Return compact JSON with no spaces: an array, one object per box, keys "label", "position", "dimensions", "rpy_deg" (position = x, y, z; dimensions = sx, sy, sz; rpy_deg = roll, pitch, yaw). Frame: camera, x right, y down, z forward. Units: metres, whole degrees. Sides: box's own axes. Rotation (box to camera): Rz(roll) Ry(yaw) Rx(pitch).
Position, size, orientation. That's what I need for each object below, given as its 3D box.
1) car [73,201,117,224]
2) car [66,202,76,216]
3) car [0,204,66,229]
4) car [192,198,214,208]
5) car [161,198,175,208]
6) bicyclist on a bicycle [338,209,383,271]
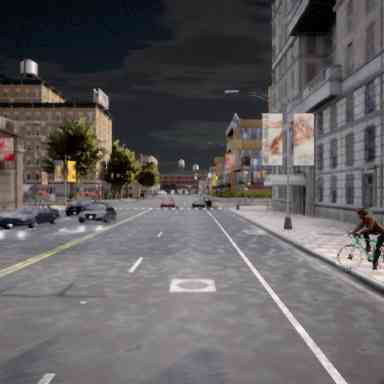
[{"label":"car","position":[-6.915,1.549,24.771],"dimensions":[1.994,1.385,4.181],"rpy_deg":[0,0,1]},{"label":"car","position":[-10.488,1.581,31.975],"dimensions":[1.895,1.301,4.718],"rpy_deg":[0,0,0]},{"label":"car","position":[-10.513,1.534,21.938],"dimensions":[2.033,1.411,5.357],"rpy_deg":[0,0,0]},{"label":"car","position":[1.611,1.535,47.797],"dimensions":[1.994,1.385,4.181],"rpy_deg":[0,0,24]},{"label":"car","position":[-3.482,1.534,48.301],"dimensions":[1.994,1.385,4.181],"rpy_deg":[0,0,-2]},{"label":"bicyclist on a bicycle","position":[4.747,1.295,8.966],"dimensions":[1.656,1.620,0.582],"rpy_deg":[0,0,0]}]
